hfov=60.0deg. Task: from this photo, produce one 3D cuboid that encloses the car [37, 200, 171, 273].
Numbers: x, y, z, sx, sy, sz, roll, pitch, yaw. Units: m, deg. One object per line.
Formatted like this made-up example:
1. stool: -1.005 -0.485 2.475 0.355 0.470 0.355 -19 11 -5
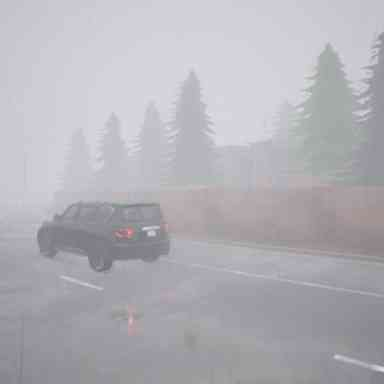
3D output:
1. car: -3.154 1.297 11.321 5.566 2.045 2.150 0 0 42
